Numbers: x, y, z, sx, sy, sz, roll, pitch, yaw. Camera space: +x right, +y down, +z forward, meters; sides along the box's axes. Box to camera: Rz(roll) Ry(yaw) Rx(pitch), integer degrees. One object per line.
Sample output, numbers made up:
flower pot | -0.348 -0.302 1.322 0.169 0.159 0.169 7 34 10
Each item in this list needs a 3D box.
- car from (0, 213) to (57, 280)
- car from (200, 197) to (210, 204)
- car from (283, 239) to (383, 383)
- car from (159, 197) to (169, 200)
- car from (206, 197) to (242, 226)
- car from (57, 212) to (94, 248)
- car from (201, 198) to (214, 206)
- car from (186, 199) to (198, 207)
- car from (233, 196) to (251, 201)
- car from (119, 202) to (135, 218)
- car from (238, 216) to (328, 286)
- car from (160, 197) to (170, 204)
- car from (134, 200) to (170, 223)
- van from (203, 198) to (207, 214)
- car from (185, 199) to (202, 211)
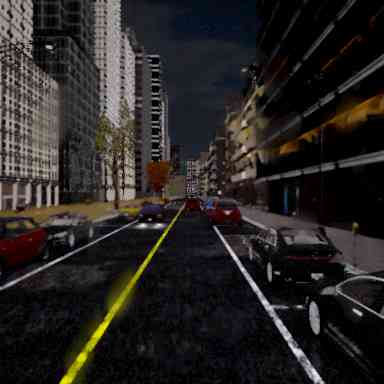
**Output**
car | -5.687 1.475 9.337 1.967 1.590 4.097 0 0 0
car | 2.718 1.854 70.191 2.008 1.369 4.403 0 0 0
car | 2.691 1.566 3.800 2.008 1.369 4.403 0 0 0
car | -5.667 1.773 58.960 1.752 1.417 4.829 0 0 0
car | 2.400 1.448 24.570 2.097 1.767 4.553 0 0 0
car | -5.685 1.607 14.868 2.008 1.369 4.403 0 0 0
car | 2.714 1.800 59.125 2.008 1.369 4.403 0 0 0
car | 0.023 1.837 56.422 1.895 1.301 4.718 0 0 0
car | 13.463 1.746 89.593 4.403 1.369 2.008 -1 1 -1
car | -5.678 1.648 31.296 1.752 1.417 4.829 0 0 0
car | 2.693 1.586 9.333 2.008 1.369 4.403 0 0 0
car | -5.662 1.847 70.195 1.887 1.381 4.507 0 0 0
car | -3.088 1.653 27.070 2.033 1.411 5.357 0 0 0
van | 2.706 1.514 42.529 1.690 1.788 3.998 0 0 0
car | 0.036 1.660 44.593 1.882 1.535 5.008 0 0 0
